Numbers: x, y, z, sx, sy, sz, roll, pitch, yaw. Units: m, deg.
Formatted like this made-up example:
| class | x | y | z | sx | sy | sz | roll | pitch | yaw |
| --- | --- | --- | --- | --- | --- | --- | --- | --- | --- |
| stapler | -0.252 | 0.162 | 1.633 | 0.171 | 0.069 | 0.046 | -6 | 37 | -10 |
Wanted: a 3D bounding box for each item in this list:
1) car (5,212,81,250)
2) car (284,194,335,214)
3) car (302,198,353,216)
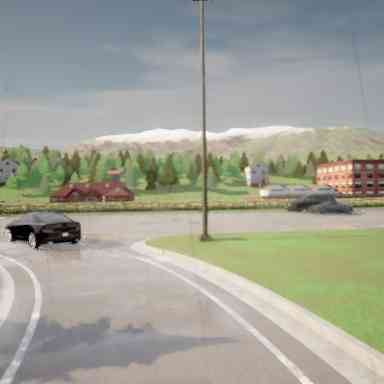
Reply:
| class | x | y | z | sx | sy | sz | roll | pitch | yaw |
| --- | --- | --- | --- | --- | --- | --- | --- | --- | --- |
| car | -7.067 | 1.660 | 15.583 | 5.008 | 1.535 | 1.882 | -1 | -1 | 44 |
| car | 12.841 | 1.235 | 36.073 | 5.566 | 2.045 | 2.150 | -1 | 0 | -6 |
| car | 13.479 | 1.549 | 32.619 | 4.181 | 1.385 | 1.994 | -1 | 0 | -6 |
